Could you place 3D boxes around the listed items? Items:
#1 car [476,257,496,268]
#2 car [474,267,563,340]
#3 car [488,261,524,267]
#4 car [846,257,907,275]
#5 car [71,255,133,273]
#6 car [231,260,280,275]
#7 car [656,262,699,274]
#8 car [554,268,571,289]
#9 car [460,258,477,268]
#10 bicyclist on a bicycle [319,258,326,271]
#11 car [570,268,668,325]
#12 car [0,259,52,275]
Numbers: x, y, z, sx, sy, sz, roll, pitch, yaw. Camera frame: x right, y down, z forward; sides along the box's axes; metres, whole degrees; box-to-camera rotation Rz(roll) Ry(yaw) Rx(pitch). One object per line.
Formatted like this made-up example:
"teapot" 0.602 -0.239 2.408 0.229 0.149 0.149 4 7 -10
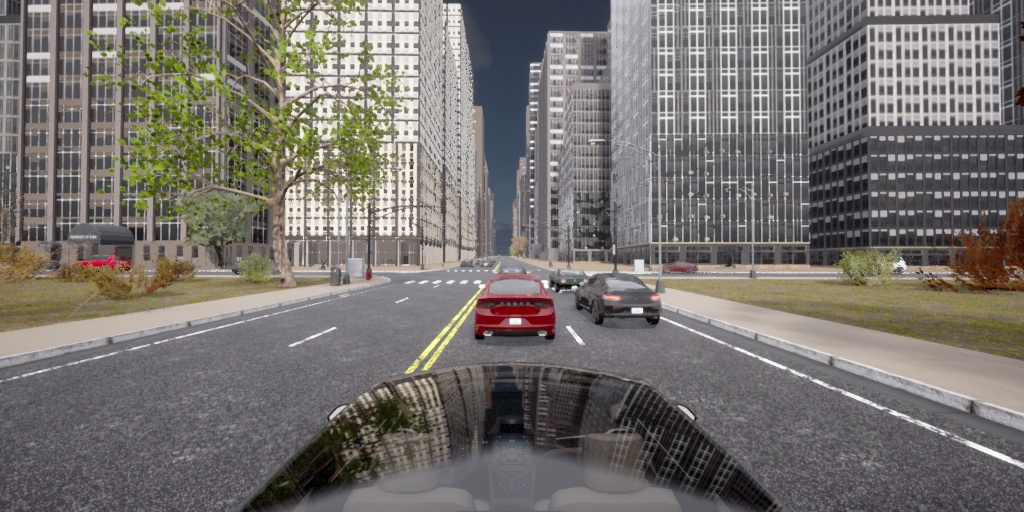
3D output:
"car" -4.239 1.218 59.617 2.128 1.511 4.902 0 0 -1
"car" 0.058 1.229 10.032 1.882 1.535 5.008 0 0 0
"car" 0.006 1.243 19.536 2.128 1.511 4.902 0 0 0
"car" 42.385 1.095 41.779 5.566 2.045 2.150 0 -1 2
"car" -47.050 0.929 41.100 5.566 2.045 2.150 0 -1 2
"car" -23.693 1.139 33.884 4.902 1.511 2.128 0 -1 1
"car" 19.444 1.373 42.294 4.674 1.442 1.812 0 -1 1
"car" 3.250 1.352 20.914 1.895 1.301 4.718 0 0 0
"car" -7.488 1.291 59.539 1.994 1.385 4.181 0 0 -1
"bicyclist on a bicycle" -25.404 1.149 48.039 0.582 1.620 1.656 0 -1 1
"car" 3.294 1.277 11.756 1.812 1.442 4.674 0 0 0
"car" -48.030 1.214 34.520 4.718 1.301 1.895 0 -1 2
